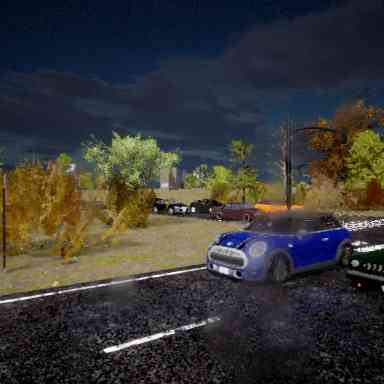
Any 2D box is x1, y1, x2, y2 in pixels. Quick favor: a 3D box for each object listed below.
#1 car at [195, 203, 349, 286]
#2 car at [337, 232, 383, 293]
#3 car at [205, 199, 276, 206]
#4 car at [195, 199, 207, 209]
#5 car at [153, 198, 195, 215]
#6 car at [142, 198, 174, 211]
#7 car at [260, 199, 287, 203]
[{"bbox_3d":[2.616,1.351,9.569,4.553,1.767,2.097,0,0,-36],"label":"car"},{"bbox_3d":[5.624,1.599,7.730,4.718,1.301,1.895,0,0,-36],"label":"car"},{"bbox_3d":[3.749,1.560,26.709,2.033,1.411,5.357,0,0,-38],"label":"car"},{"bbox_3d":[1.715,1.489,34.555,1.837,1.490,4.892,0,0,-38],"label":"car"},{"bbox_3d":[-2.269,1.494,34.365,2.128,1.511,4.902,0,0,-38],"label":"car"},{"bbox_3d":[-4.397,1.499,42.330,1.812,1.442,4.674,0,0,-38],"label":"car"},{"bbox_3d":[7.303,1.346,27.445,2.097,1.767,4.553,0,0,-38],"label":"car"}]
